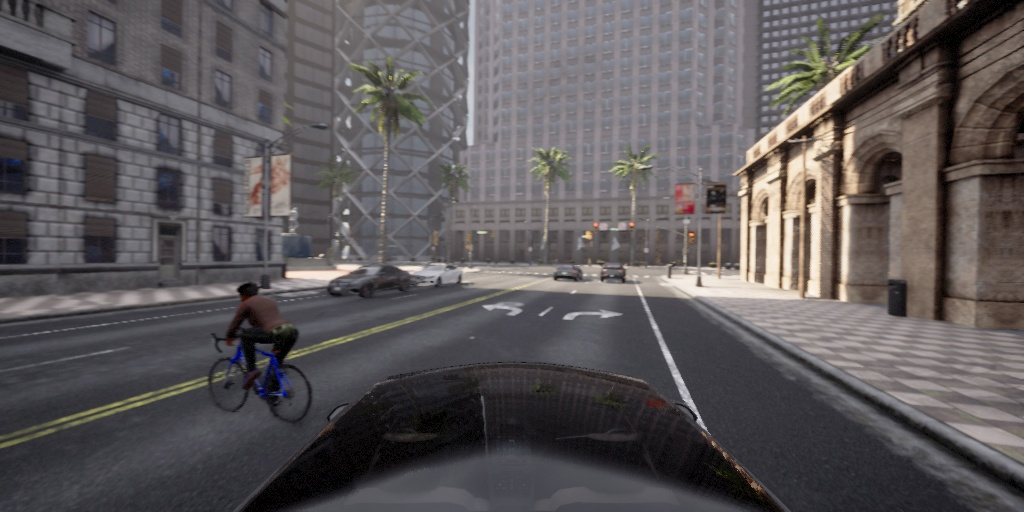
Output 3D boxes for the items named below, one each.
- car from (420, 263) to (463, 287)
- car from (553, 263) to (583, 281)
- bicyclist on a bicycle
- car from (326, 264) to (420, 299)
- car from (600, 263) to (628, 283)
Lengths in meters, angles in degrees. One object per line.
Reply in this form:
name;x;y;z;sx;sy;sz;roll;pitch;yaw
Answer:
car;-4.716;1.179;23.163;1.812;1.442;4.674;1;0;17
car;4.657;1.294;29.512;1.994;1.385;4.181;1;0;18
bicyclist on a bicycle;-3.071;1.151;4.330;1.656;1.620;0.582;0;0;17
car;-6.640;1.132;17.301;1.812;1.442;4.674;1;0;17
car;8.155;1.272;28.750;2.128;1.511;4.902;1;0;18
